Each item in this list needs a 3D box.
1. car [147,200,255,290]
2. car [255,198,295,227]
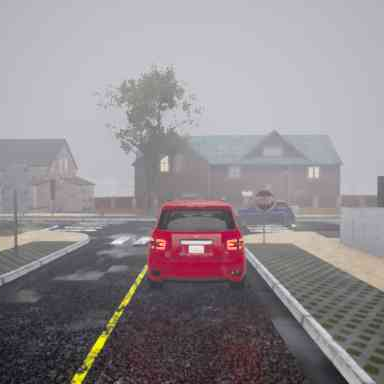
[{"bbox_3d":[0.138,1.218,9.210,2.150,2.045,5.566,0,0,1],"label":"car"},{"bbox_3d":[4.388,1.322,22.076,4.553,1.767,2.097,0,2,-9],"label":"car"}]
